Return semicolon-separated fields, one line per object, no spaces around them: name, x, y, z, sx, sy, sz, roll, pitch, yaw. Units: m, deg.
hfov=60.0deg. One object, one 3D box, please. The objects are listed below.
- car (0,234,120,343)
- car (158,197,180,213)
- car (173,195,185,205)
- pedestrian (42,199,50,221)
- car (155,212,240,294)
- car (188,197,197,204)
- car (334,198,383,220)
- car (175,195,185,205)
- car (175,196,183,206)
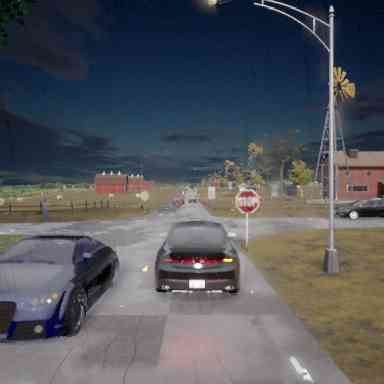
car;-2.784;1.566;6.542;1.994;1.385;4.181;0;0;1
car;-2.784;1.647;38.094;1.994;1.385;4.181;0;0;0
car;-2.646;1.576;68.499;2.150;2.045;5.566;0;-1;0
pedestrian;-12.108;1.473;27.481;0.375;1.860;0.375;0;2;0
car;0.155;1.511;8.815;1.837;1.490;4.892;0;0;1
car;0.135;2.023;78.868;1.812;1.442;4.674;0;-1;0
car;12.921;1.227;24.320;4.892;1.490;1.837;-1;1;2
car;-2.731;1.727;58.183;2.128;1.511;4.902;0;-1;0
car;-2.754;1.709;47.999;1.994;1.385;4.181;0;0;1
